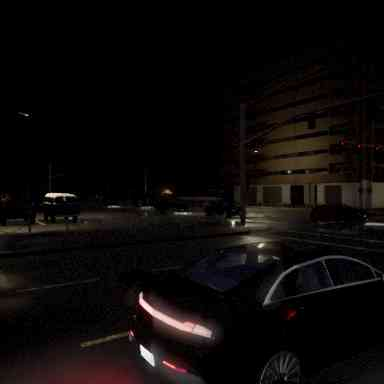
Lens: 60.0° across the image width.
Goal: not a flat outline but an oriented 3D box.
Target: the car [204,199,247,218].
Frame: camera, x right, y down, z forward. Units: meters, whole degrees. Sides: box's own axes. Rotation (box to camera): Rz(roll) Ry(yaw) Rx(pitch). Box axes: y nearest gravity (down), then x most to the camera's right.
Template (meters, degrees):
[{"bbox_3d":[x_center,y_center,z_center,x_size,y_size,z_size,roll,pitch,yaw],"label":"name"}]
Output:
[{"bbox_3d":[2.985,1.581,30.750,1.812,1.442,4.674,0,0,-34],"label":"car"}]

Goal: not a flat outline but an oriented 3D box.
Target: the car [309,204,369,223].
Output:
[{"bbox_3d":[11.225,1.601,25.654,1.994,1.385,4.181,0,-1,-42],"label":"car"}]

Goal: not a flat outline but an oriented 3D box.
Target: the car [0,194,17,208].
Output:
[{"bbox_3d":[-31.485,1.209,56.509,1.932,1.855,4.605,0,0,-34],"label":"car"}]

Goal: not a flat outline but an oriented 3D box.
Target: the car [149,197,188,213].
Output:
[{"bbox_3d":[-2.545,1.602,38.855,2.033,1.411,5.357,0,0,-34],"label":"car"}]

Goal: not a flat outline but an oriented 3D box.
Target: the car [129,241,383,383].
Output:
[{"bbox_3d":[1.539,1.491,4.841,4.902,1.511,2.128,0,0,-34],"label":"car"}]

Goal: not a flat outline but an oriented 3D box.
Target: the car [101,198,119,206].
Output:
[{"bbox_3d":[-13.630,1.620,55.186,1.994,1.385,4.181,0,0,-34],"label":"car"}]

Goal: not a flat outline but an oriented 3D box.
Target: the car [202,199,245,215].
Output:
[{"bbox_3d":[3.349,1.533,36.428,1.882,1.535,5.008,0,0,-34],"label":"car"}]

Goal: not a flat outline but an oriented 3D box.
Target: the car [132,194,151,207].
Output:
[{"bbox_3d":[-7.521,1.560,52.387,1.837,1.490,4.892,0,0,-34],"label":"car"}]
